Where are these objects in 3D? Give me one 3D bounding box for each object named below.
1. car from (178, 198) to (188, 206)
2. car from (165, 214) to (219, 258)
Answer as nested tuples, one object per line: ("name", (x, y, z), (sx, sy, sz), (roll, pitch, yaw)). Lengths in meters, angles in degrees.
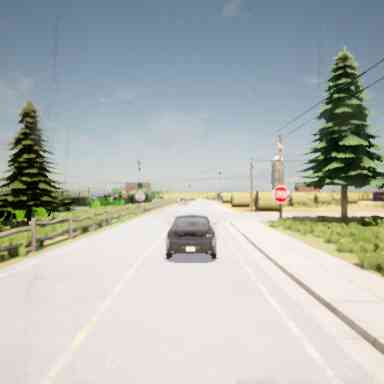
("car", (-1.886, 2.141, 73.494), (2.097, 1.767, 4.553), (0, -1, 2))
("car", (0.013, 1.645, 13.422), (1.837, 1.490, 4.892), (0, 0, 1))
